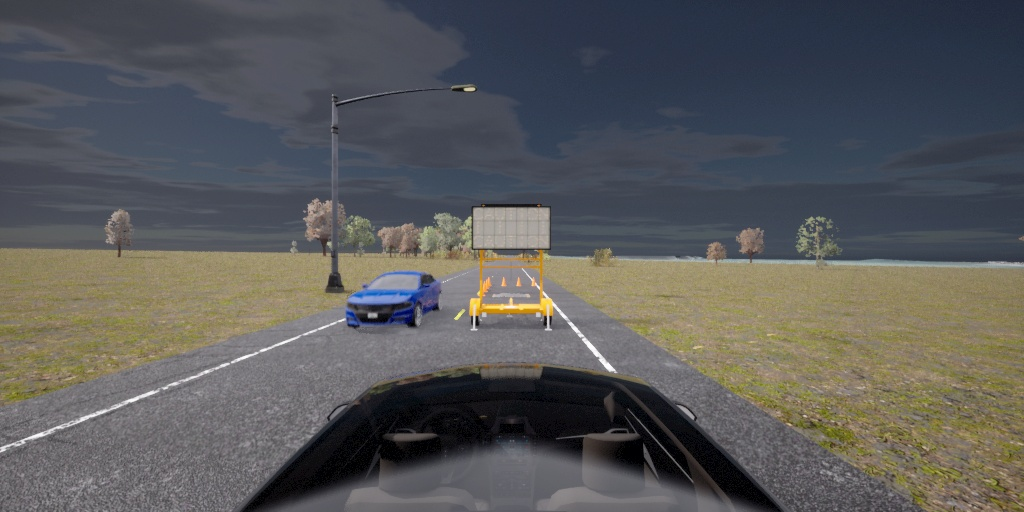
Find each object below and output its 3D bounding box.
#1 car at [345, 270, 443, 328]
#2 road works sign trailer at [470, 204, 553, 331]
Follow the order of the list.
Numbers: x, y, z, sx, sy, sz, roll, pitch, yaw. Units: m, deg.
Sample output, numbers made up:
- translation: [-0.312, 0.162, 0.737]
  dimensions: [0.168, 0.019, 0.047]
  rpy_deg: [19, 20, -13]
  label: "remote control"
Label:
- translation: [-3.524, 1.228, 11.545]
  dimensions: [1.882, 1.535, 5.008]
  rpy_deg: [0, 0, 0]
  label: "car"
- translation: [-0.023, 0.215, 11.023]
  dimensions: [2.380, 3.560, 2.880]
  rpy_deg: [0, 0, 0]
  label: "road works sign trailer"
